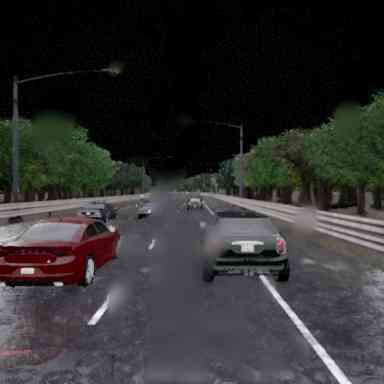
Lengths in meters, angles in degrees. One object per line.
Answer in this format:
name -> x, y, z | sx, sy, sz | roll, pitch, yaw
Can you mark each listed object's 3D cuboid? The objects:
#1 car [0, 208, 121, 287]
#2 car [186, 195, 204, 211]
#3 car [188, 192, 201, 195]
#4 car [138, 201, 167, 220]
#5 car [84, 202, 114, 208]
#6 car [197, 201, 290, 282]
car -> -3.323, 1.446, 9.249 | 1.882, 1.535, 5.008 | 0, 0, 0
car -> 0.373, 1.373, 38.795 | 1.812, 1.442, 4.674 | 0, 0, 1
car -> 0.368, 1.031, 48.926 | 2.150, 2.045, 5.566 | 0, 0, 0
car -> -3.190, 1.461, 27.364 | 1.994, 1.385, 4.181 | 0, 0, 0
car -> -6.714, 1.464, 24.098 | 2.033, 1.411, 5.357 | 0, 0, 0
car -> 1.305, 1.310, 9.818 | 2.097, 1.767, 4.553 | 0, 0, 0
